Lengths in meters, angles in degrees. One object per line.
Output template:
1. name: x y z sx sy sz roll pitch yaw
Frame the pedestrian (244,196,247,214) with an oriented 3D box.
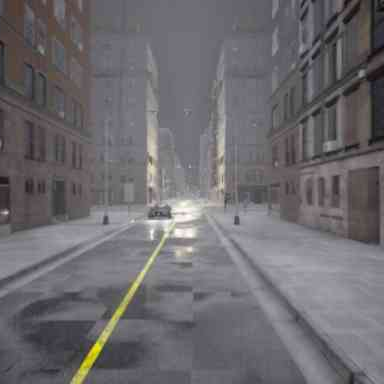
1. pedestrian: 5.502 1.293 34.183 0.375 1.860 0.375 0 0 0

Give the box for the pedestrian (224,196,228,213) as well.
1. pedestrian: 3.502 1.295 34.783 0.375 1.860 0.375 0 0 0

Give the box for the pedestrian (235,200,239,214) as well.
1. pedestrian: 4.502 1.290 33.583 0.375 1.860 0.375 0 0 0

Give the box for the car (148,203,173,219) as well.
1. car: -2.791 1.697 30.143 1.994 1.385 4.181 0 0 0
